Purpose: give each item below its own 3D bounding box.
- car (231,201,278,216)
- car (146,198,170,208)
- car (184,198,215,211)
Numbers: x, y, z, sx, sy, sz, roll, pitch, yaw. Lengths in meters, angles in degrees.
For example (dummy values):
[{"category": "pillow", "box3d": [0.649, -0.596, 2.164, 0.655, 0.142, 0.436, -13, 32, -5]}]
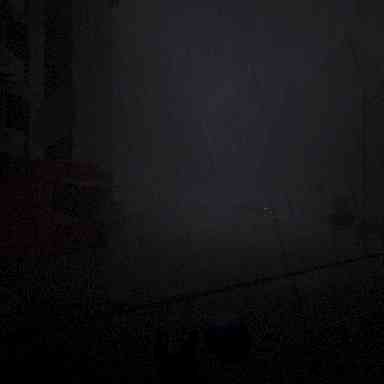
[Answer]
[{"category": "car", "box3d": [6.059, 1.590, 32.611, 1.895, 1.301, 4.718, 0, 0, -35]}, {"category": "car", "box3d": [-4.974, 1.555, 48.136, 1.994, 1.385, 4.181, 0, 0, -35]}, {"category": "car", "box3d": [0.768, 1.516, 40.043, 1.812, 1.442, 4.674, 0, 0, -35]}]
